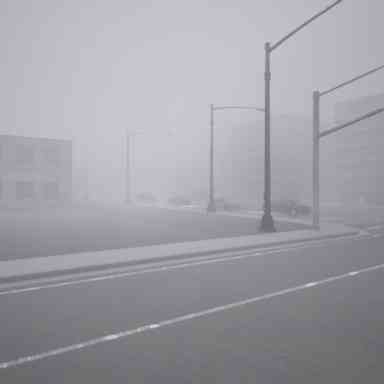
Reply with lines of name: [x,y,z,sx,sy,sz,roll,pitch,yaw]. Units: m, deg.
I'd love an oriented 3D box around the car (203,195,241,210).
car: [3.724,1.392,39.632,1.895,1.301,4.718,0,1,-34]

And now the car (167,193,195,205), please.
car: [-1.929,1.180,47.901,1.994,1.385,4.181,0,1,-34]

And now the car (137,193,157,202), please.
car: [-7.684,0.927,56.366,2.128,1.511,4.902,0,1,-34]

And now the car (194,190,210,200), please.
car: [1.803,0.622,67.556,2.150,2.045,5.566,0,1,-34]

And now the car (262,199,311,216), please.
car: [9.020,1.405,31.938,1.882,1.535,5.008,0,1,-35]
